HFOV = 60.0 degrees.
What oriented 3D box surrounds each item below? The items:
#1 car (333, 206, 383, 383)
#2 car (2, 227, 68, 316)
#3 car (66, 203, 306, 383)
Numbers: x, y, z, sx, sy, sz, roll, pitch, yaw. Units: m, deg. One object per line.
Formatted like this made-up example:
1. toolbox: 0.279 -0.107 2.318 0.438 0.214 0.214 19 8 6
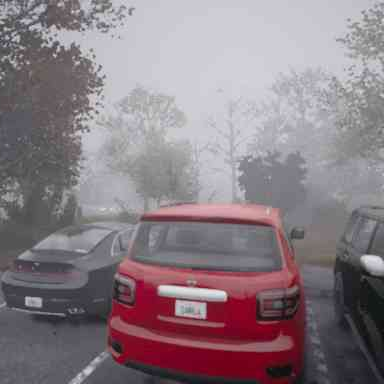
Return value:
1. car: 3.101 1.247 3.885 2.435 2.045 5.566 1 0 15
2. car: -1.762 1.408 7.341 2.231 1.521 4.892 1 0 15
3. car: 0.682 1.201 5.663 2.435 2.045 5.566 1 0 15
